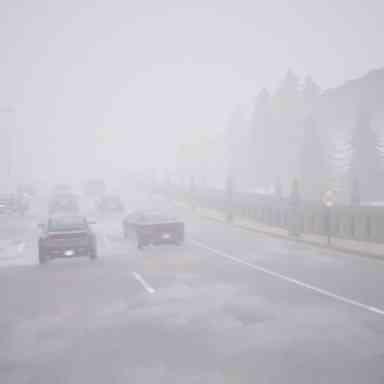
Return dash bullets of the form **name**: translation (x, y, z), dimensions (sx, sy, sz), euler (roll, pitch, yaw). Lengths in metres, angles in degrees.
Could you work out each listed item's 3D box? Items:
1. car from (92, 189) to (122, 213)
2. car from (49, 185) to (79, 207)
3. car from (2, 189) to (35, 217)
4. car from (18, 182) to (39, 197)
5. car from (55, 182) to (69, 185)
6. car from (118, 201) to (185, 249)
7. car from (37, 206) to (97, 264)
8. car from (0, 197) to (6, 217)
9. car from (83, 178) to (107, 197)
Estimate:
- **car**: translation (-6.832, 0.833, 27.461), dimensions (1.994, 1.385, 4.181), euler (-1, 5, -21)
- **car**: translation (-10.124, 0.695, 26.255), dimensions (2.097, 1.767, 4.553), euler (-1, 5, -21)
- **car**: translation (-13.349, 0.925, 24.904), dimensions (2.128, 1.511, 4.902), euler (-1, 5, -21)
- **car**: translation (-18.010, -0.286, 36.561), dimensions (1.837, 1.490, 4.892), euler (-1, 7, -21)
- **car**: translation (-14.756, -0.370, 37.847), dimensions (1.837, 1.490, 4.892), euler (-1, 7, -21)
- **car**: translation (-1.874, 1.460, 15.000), dimensions (1.882, 1.535, 5.008), euler (-1, 2, -21)
- **car**: translation (-4.727, 1.597, 12.688), dimensions (1.837, 1.490, 4.892), euler (-1, 2, -21)
- **car**: translation (-7.548, 1.419, 10.268), dimensions (2.150, 2.045, 5.566), euler (-1, 2, -21)
- **car**: translation (-11.164, -0.640, 38.232), dimensions (2.150, 2.045, 5.566), euler (-1, 7, -21)
